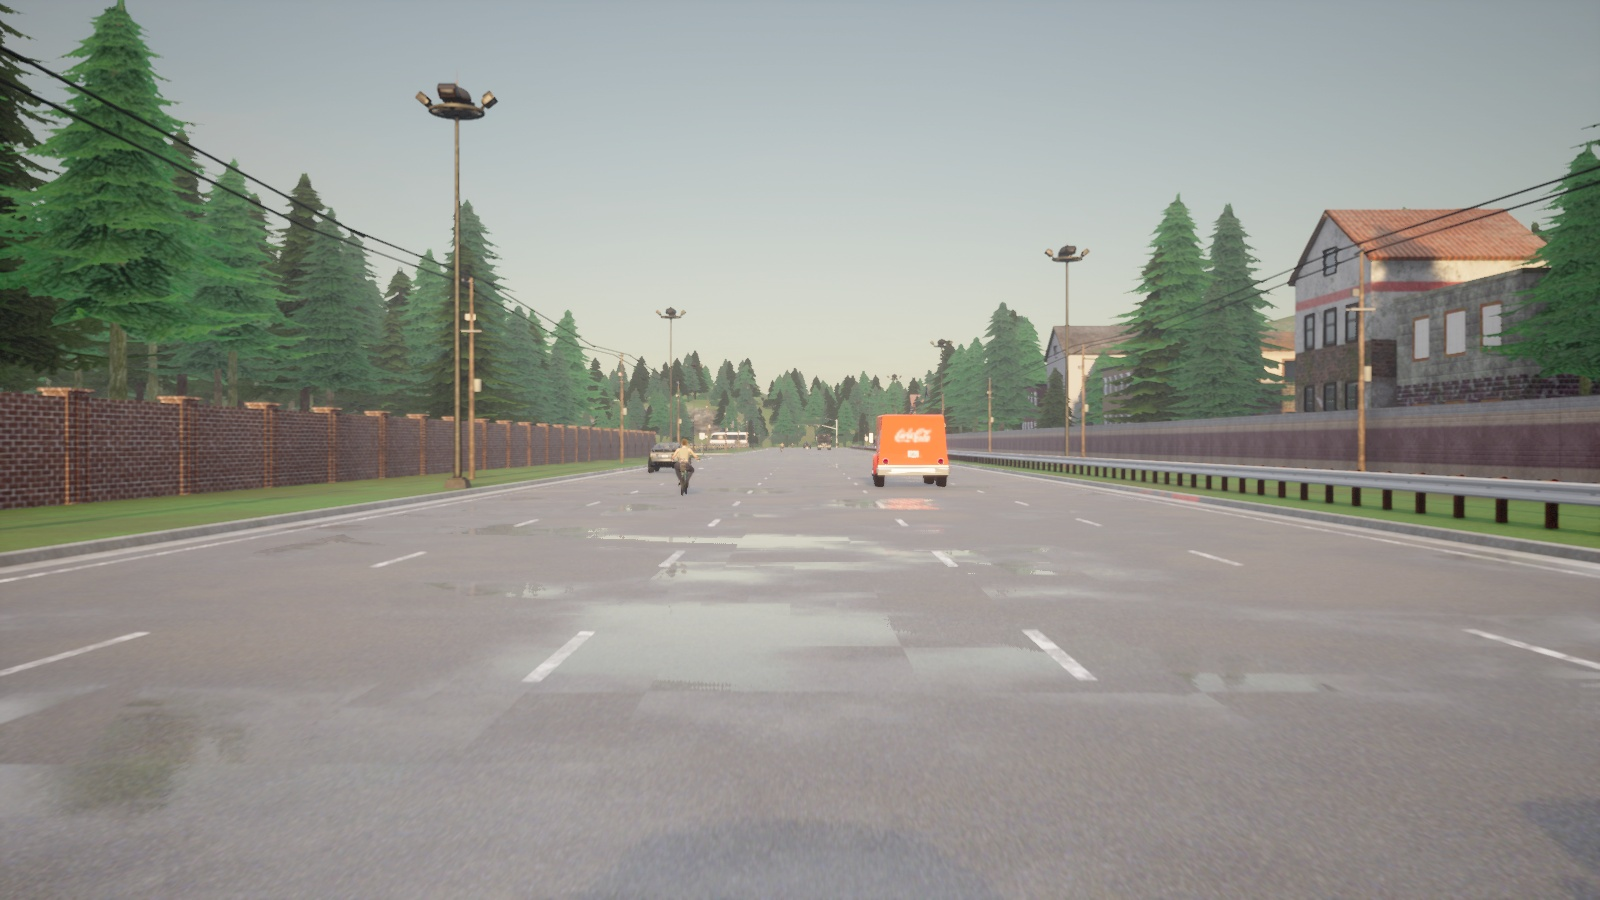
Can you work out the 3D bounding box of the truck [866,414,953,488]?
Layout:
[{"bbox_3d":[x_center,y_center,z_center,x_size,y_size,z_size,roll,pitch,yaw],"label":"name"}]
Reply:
[{"bbox_3d":[3.768,0.014,44.165,2.627,2.467,5.204,0,0,0],"label":"truck"}]

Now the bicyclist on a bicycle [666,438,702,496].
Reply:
[{"bbox_3d":[-3.286,0.479,35.791,0.866,1.612,1.509,0,0,1],"label":"bicyclist on a bicycle"}]

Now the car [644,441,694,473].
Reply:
[{"bbox_3d":[-6.621,0.328,63.829,2.007,1.525,4.514,0,0,0],"label":"car"}]
